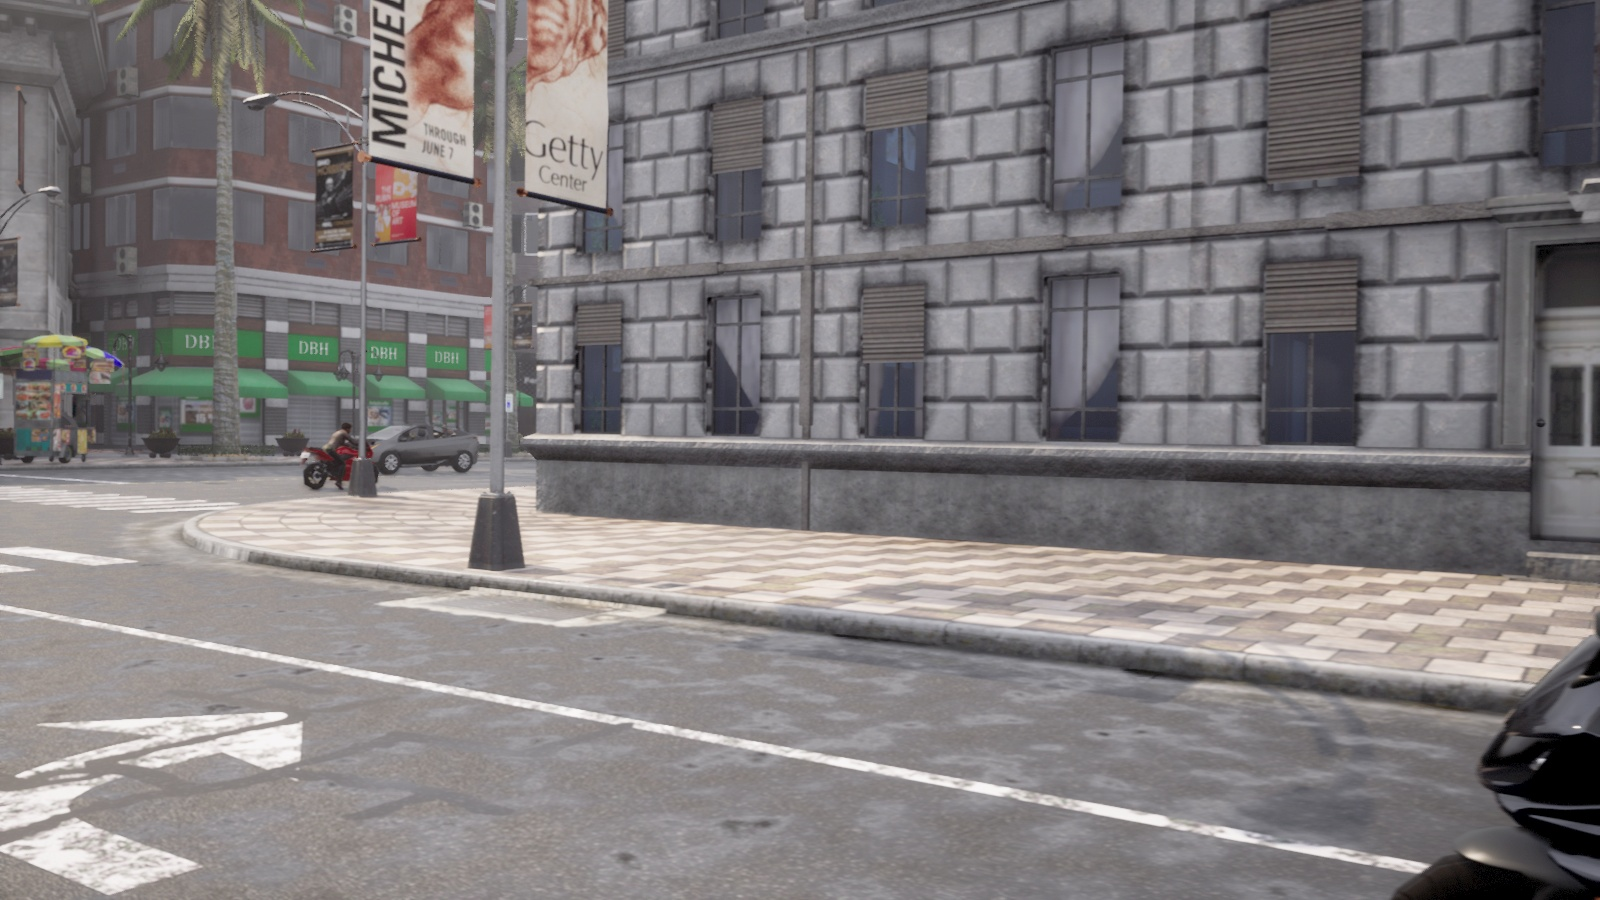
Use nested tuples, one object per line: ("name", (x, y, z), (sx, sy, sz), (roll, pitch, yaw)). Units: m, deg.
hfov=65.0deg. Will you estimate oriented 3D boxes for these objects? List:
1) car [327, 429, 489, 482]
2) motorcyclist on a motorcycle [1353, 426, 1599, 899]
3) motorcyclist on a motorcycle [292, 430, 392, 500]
("car", (-12.064, 0.125, 38.907), (2.007, 1.525, 4.514), (0, 1, 34))
("motorcyclist on a motorcycle", (2.209, 0.720, 2.154), (2.191, 1.530, 0.866), (0, 1, 34))
("motorcyclist on a motorcycle", (-10.444, 0.314, 28.692), (0.797, 1.523, 2.044), (0, 1, 34))
